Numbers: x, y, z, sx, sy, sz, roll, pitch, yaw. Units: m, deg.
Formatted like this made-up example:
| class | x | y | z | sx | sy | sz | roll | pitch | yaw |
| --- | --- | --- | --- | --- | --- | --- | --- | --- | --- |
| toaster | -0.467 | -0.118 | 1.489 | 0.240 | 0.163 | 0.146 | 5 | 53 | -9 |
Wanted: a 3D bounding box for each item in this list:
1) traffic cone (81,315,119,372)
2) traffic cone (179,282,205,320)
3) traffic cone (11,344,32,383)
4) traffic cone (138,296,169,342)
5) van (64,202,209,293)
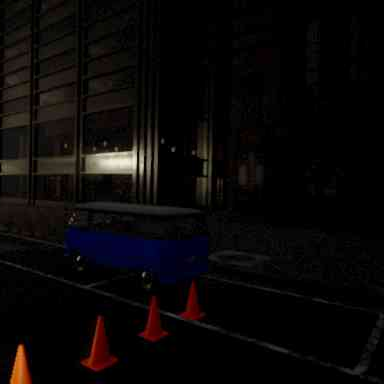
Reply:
| class | x | y | z | sx | sy | sz | roll | pitch | yaw |
| --- | --- | --- | --- | --- | --- | --- | --- | --- | --- |
| traffic cone | -1.168 | 1.871 | 4.233 | 0.340 | 0.580 | 0.340 | 2 | 1 | 36 |
| traffic cone | 0.013 | 1.874 | 5.846 | 0.340 | 0.580 | 0.340 | 2 | 1 | 36 |
| traffic cone | -1.759 | 1.869 | 3.426 | 0.340 | 0.580 | 0.340 | 2 | 1 | 36 |
| traffic cone | -0.577 | 1.872 | 5.039 | 0.340 | 0.580 | 0.340 | 2 | 1 | 36 |
| van | -1.502 | 1.191 | 8.244 | 3.998 | 1.788 | 1.690 | 2 | 1 | 36 |
